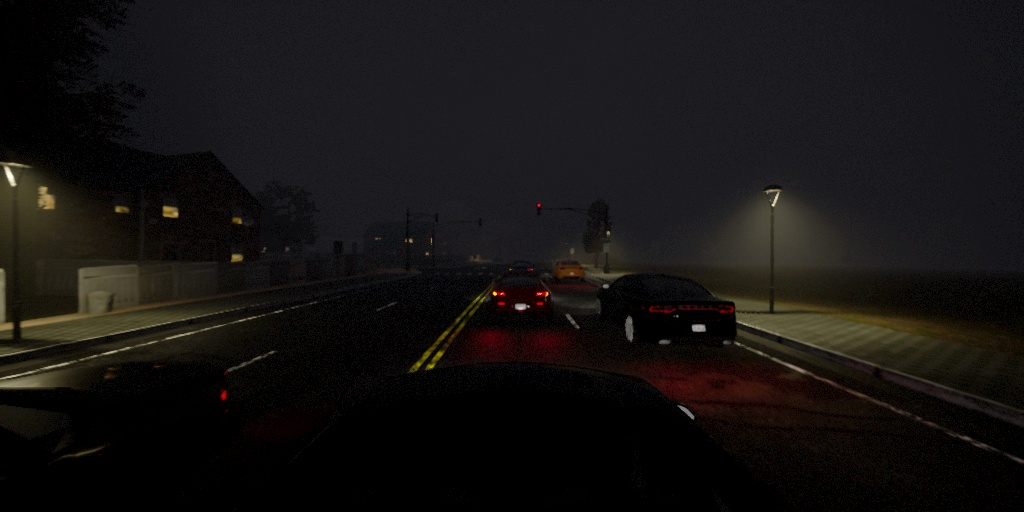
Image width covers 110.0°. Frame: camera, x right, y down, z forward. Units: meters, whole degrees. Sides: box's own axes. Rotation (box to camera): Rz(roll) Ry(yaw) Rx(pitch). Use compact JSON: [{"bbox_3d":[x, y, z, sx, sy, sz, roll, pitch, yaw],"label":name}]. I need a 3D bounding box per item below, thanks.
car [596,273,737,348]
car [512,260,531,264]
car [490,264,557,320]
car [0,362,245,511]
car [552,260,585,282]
[{"bbox_3d":[3.480,1.153,9.067,1.882,1.535,5.008,0,1,1],"label":"car"},{"bbox_3d":[0.686,1.037,25.899,1.812,1.442,4.674,0,0,2],"label":"car"},{"bbox_3d":[0.287,1.171,11.955,1.812,1.442,4.674,0,1,1],"label":"car"},{"bbox_3d":[-3.363,1.305,0.842,2.033,1.411,5.357,0,1,1],"label":"car"},{"bbox_3d":[3.948,0.992,25.575,1.882,1.535,5.008,0,0,2],"label":"car"}]
